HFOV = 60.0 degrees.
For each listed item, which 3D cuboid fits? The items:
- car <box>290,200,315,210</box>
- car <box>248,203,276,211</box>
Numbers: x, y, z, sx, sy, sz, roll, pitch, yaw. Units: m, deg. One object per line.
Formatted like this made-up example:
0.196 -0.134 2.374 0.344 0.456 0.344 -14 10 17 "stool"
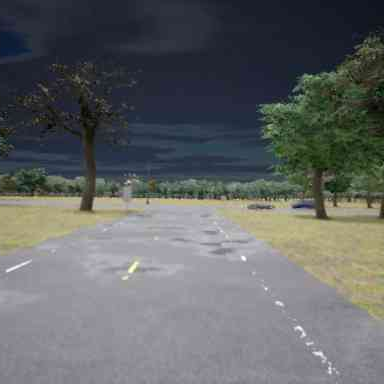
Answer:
23.920 2.766 71.348 5.566 2.045 2.150 2 0 0 "car"
13.493 2.802 64.399 5.357 1.411 2.033 2 0 0 "car"
